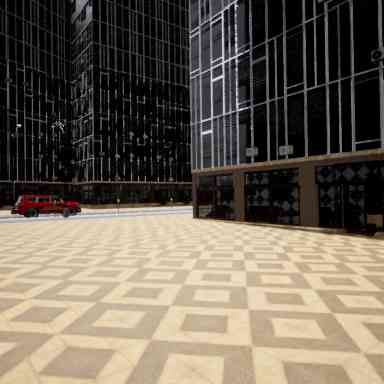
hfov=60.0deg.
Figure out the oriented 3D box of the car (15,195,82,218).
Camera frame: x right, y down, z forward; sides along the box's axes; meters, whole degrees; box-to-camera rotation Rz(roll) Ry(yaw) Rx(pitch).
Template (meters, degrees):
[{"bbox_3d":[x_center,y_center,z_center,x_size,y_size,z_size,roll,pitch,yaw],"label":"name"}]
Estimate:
[{"bbox_3d":[-11.773,1.188,27.332,5.009,1.841,2.192,0,-1,-37],"label":"car"}]
